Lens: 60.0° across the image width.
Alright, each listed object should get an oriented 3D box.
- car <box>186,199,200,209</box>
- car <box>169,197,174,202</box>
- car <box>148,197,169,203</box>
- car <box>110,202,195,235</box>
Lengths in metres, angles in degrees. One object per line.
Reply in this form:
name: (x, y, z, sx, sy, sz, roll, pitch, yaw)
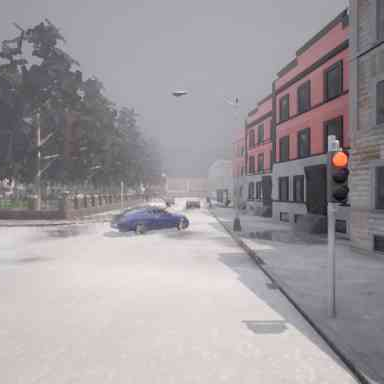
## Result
car: (0.141, 1.601, 46.565, 1.895, 1.301, 4.718, 0, 0, 0)
car: (-4.056, 1.601, 49.026, 1.895, 1.301, 4.718, 0, 0, 0)
car: (-4.055, 1.526, 38.931, 1.812, 1.442, 4.674, 0, 0, 0)
car: (-2.293, 1.526, 18.697, 4.674, 1.442, 1.812, 0, 1, -43)
